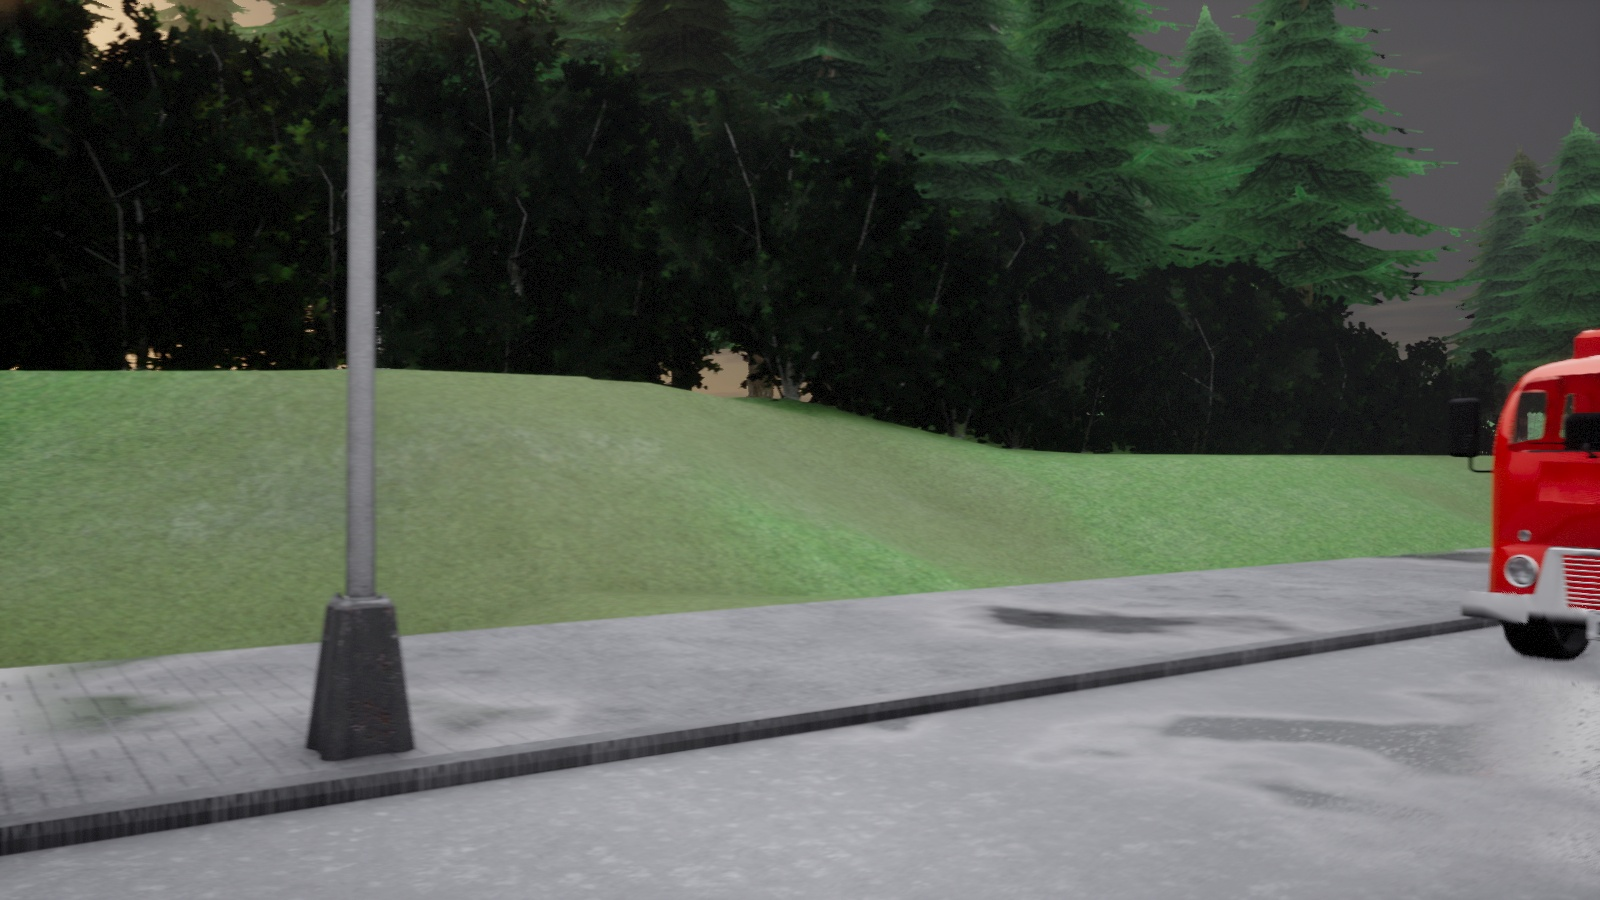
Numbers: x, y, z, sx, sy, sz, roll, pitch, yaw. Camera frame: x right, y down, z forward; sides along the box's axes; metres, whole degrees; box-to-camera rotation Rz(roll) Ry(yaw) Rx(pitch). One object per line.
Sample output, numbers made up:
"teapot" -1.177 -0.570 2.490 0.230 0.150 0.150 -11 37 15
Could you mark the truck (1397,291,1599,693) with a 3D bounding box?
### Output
"truck" 7.062 0.270 9.185 5.204 2.467 2.627 0 0 -35
